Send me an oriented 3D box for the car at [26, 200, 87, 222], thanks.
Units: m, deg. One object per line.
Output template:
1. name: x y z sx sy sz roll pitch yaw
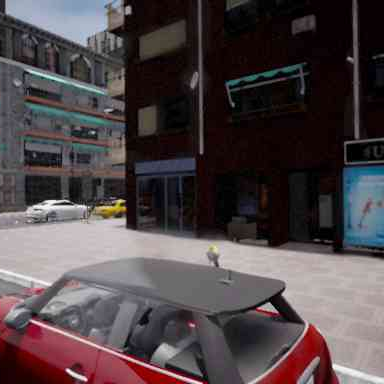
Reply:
1. car: -9.285 1.292 23.644 1.812 1.442 4.674 -1 0 36

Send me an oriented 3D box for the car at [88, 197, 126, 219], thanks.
1. car: -5.066 1.220 24.835 1.752 1.417 4.829 0 0 36

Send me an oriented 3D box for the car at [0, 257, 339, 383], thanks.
1. car: -0.758 1.432 3.487 4.097 1.590 1.967 0 -1 35

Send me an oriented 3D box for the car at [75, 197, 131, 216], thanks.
1. car: -8.070 1.257 30.543 1.837 1.490 4.892 -1 0 36
